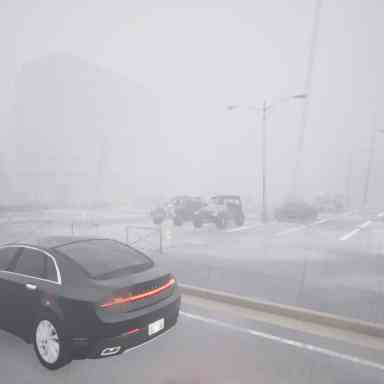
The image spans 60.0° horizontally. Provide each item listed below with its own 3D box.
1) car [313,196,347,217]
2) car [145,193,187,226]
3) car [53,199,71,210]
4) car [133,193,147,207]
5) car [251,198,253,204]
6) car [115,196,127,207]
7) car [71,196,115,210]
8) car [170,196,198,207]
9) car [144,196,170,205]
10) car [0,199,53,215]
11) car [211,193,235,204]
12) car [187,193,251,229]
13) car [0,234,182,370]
[{"bbox_3d":[13.778,1.395,33.149,1.970,1.475,3.806,0,0,34],"label":"car"},{"bbox_3d":[-0.635,1.153,21.887,1.932,1.855,4.605,0,0,34],"label":"car"},{"bbox_3d":[-17.143,1.547,41.500,2.033,1.411,5.357,0,0,34],"label":"car"},{"bbox_3d":[-6.582,1.221,50.867,2.150,2.045,5.566,0,0,34],"label":"car"},{"bbox_3d":[9.875,1.505,62.459,1.837,1.490,4.892,0,0,34],"label":"car"},{"bbox_3d":[-11.805,1.352,49.417,2.097,1.767,4.553,0,0,34],"label":"car"},{"bbox_3d":[-12.470,1.526,42.157,1.812,1.442,4.674,0,0,34],"label":"car"},{"bbox_3d":[-1.172,1.478,52.322,1.882,1.535,5.008,0,0,34],"label":"car"},{"bbox_3d":[-6.024,1.526,57.926,1.812,1.442,4.674,0,0,35],"label":"car"},{"bbox_3d":[-17.472,1.601,34.747,1.895,1.301,4.718,0,0,34],"label":"car"},{"bbox_3d":[5.990,1.221,62.920,2.150,2.045,5.566,0,0,34],"label":"car"},{"bbox_3d":[1.729,1.156,20.217,1.905,1.878,3.866,0,0,34],"label":"car"},{"bbox_3d":[-2.435,1.505,5.739,4.892,1.490,1.837,0,0,36],"label":"car"}]
